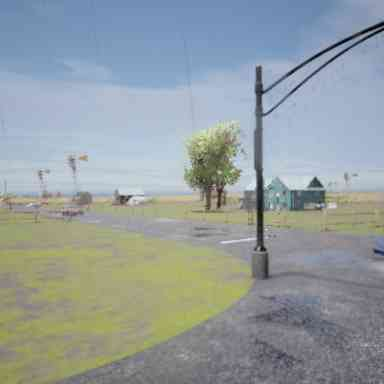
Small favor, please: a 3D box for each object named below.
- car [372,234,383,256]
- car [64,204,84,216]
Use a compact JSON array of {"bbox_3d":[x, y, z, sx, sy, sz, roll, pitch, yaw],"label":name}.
[{"bbox_3d":[8.793,1.848,10.666,2.033,1.411,5.357,0,-1,-34],"label":"car"},{"bbox_3d":[-17.871,2.700,50.344,2.097,1.767,4.553,0,-1,-34],"label":"car"}]
